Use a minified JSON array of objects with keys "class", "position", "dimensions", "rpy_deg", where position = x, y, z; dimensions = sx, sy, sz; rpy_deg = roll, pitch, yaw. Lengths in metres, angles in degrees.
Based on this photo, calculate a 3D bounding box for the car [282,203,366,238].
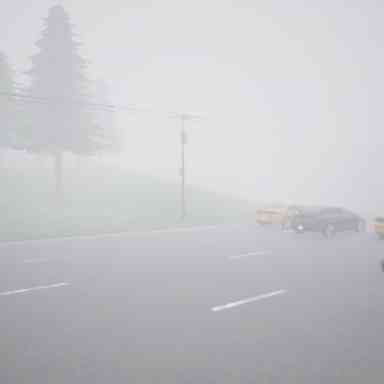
[{"class":"car","position":[7.220,1.453,17.497],"dimensions":[4.892,1.490,1.837],"rpy_deg":[0,0,-35]}]

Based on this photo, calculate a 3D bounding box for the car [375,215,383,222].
[{"class":"car","position":[10.475,1.420,15.518],"dimensions":[5.008,1.535,1.882],"rpy_deg":[0,0,-35]}]

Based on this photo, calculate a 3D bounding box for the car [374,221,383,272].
[{"class":"car","position":[7.084,1.512,8.818],"dimensions":[5.357,1.411,2.033],"rpy_deg":[0,0,-35]}]

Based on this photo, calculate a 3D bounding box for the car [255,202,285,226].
[{"class":"car","position":[6.215,1.421,21.474],"dimensions":[5.008,1.535,1.882],"rpy_deg":[0,0,-39]}]
